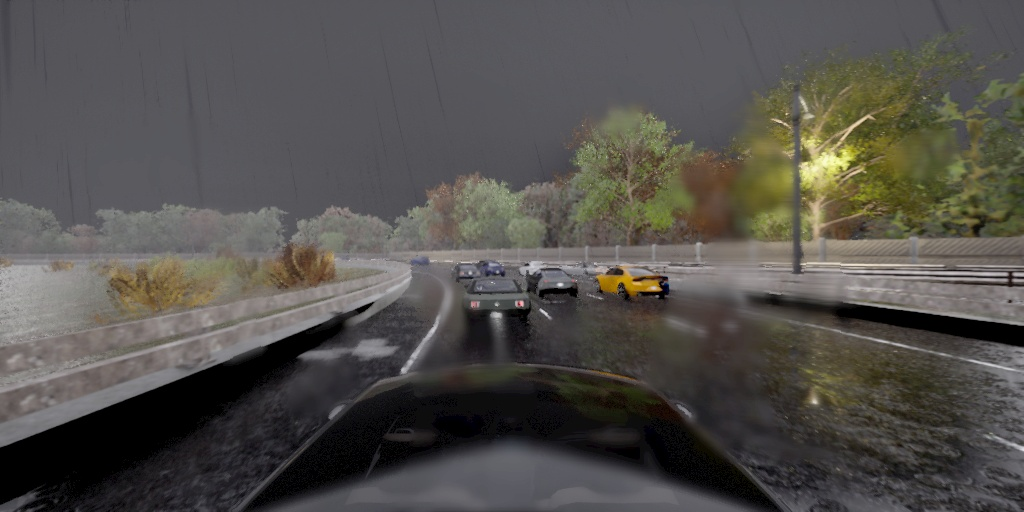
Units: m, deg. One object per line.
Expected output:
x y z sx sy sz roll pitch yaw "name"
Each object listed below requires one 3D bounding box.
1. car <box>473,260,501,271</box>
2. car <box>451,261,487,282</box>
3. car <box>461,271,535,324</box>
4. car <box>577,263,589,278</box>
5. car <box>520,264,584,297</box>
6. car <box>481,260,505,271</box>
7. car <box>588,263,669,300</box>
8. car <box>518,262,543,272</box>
-3.512 1.253 49.149 1.837 1.490 4.892 0 0 -29 "car"
-3.734 1.303 28.758 2.033 1.411 5.357 0 0 -15 "car"
-0.632 1.350 12.057 1.895 1.301 4.718 0 0 -6 "car"
6.583 1.320 33.929 1.895 1.301 4.718 0 0 -37 "car"
1.940 1.303 18.756 1.994 1.385 4.181 0 0 -9 "car"
-2.043 1.274 35.132 1.812 1.442 4.674 0 0 -18 "car"
5.666 1.205 17.619 1.882 1.535 5.008 0 0 -8 "car"
1.996 1.261 33.909 1.812 1.442 4.674 0 0 -16 "car"
